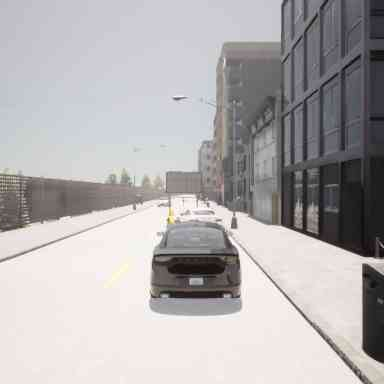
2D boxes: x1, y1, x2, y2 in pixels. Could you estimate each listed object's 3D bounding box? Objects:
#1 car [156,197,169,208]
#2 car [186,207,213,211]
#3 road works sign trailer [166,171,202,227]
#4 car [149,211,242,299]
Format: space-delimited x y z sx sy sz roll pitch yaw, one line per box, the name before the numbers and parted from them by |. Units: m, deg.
car | -4.150 1.525 49.547 1.812 1.442 4.674 0 0 0
car | 0.392 1.540 17.883 1.812 1.442 4.674 0 -1 -9
road works sign trailer | -0.570 0.464 21.368 2.380 3.560 2.880 0 0 -17
car | 0.073 1.478 8.530 1.882 1.535 5.008 0 0 0
